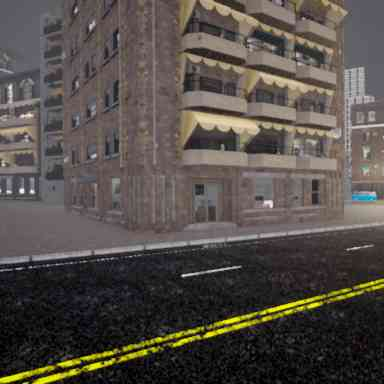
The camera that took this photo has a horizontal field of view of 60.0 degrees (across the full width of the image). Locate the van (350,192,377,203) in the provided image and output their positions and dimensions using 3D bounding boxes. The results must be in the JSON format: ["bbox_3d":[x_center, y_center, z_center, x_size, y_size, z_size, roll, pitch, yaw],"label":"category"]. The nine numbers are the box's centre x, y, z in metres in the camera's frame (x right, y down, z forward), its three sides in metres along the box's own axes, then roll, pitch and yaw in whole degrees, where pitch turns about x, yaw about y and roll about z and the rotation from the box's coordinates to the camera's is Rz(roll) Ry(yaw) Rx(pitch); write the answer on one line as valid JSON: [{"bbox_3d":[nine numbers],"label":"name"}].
[{"bbox_3d":[29.337,0.861,56.790,3.998,1.788,1.690,1,0,25],"label":"van"}]
